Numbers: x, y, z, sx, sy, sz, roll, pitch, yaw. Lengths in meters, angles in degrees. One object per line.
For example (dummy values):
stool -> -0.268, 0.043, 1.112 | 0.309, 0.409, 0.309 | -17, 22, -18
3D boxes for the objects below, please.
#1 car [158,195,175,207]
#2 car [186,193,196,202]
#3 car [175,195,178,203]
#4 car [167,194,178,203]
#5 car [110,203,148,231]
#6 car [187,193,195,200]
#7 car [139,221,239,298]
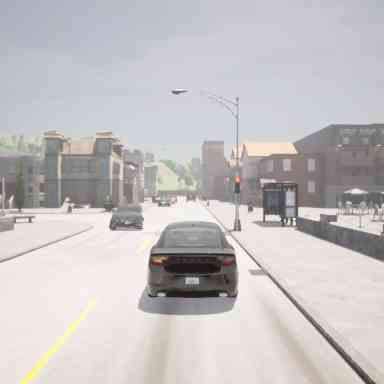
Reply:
car -> -4.233, 1.491, 52.020 | 2.128, 1.511, 4.902 | 0, 0, 0
car -> -0.205, 1.216, 76.702 | 2.150, 2.045, 5.566 | 0, 0, 0
car -> -4.229, 1.352, 61.120 | 2.097, 1.767, 4.553 | 0, 0, 0
car -> -4.190, 1.355, 71.183 | 2.097, 1.767, 4.553 | 0, 0, 0
car -> -3.915, 1.506, 21.024 | 1.837, 1.490, 4.892 | 3, 0, -7
car -> -0.234, 1.187, 87.062 | 2.097, 1.767, 4.553 | 0, 0, 0
car -> 0.027, 1.478, 8.575 | 1.882, 1.535, 5.008 | 0, 0, 0
